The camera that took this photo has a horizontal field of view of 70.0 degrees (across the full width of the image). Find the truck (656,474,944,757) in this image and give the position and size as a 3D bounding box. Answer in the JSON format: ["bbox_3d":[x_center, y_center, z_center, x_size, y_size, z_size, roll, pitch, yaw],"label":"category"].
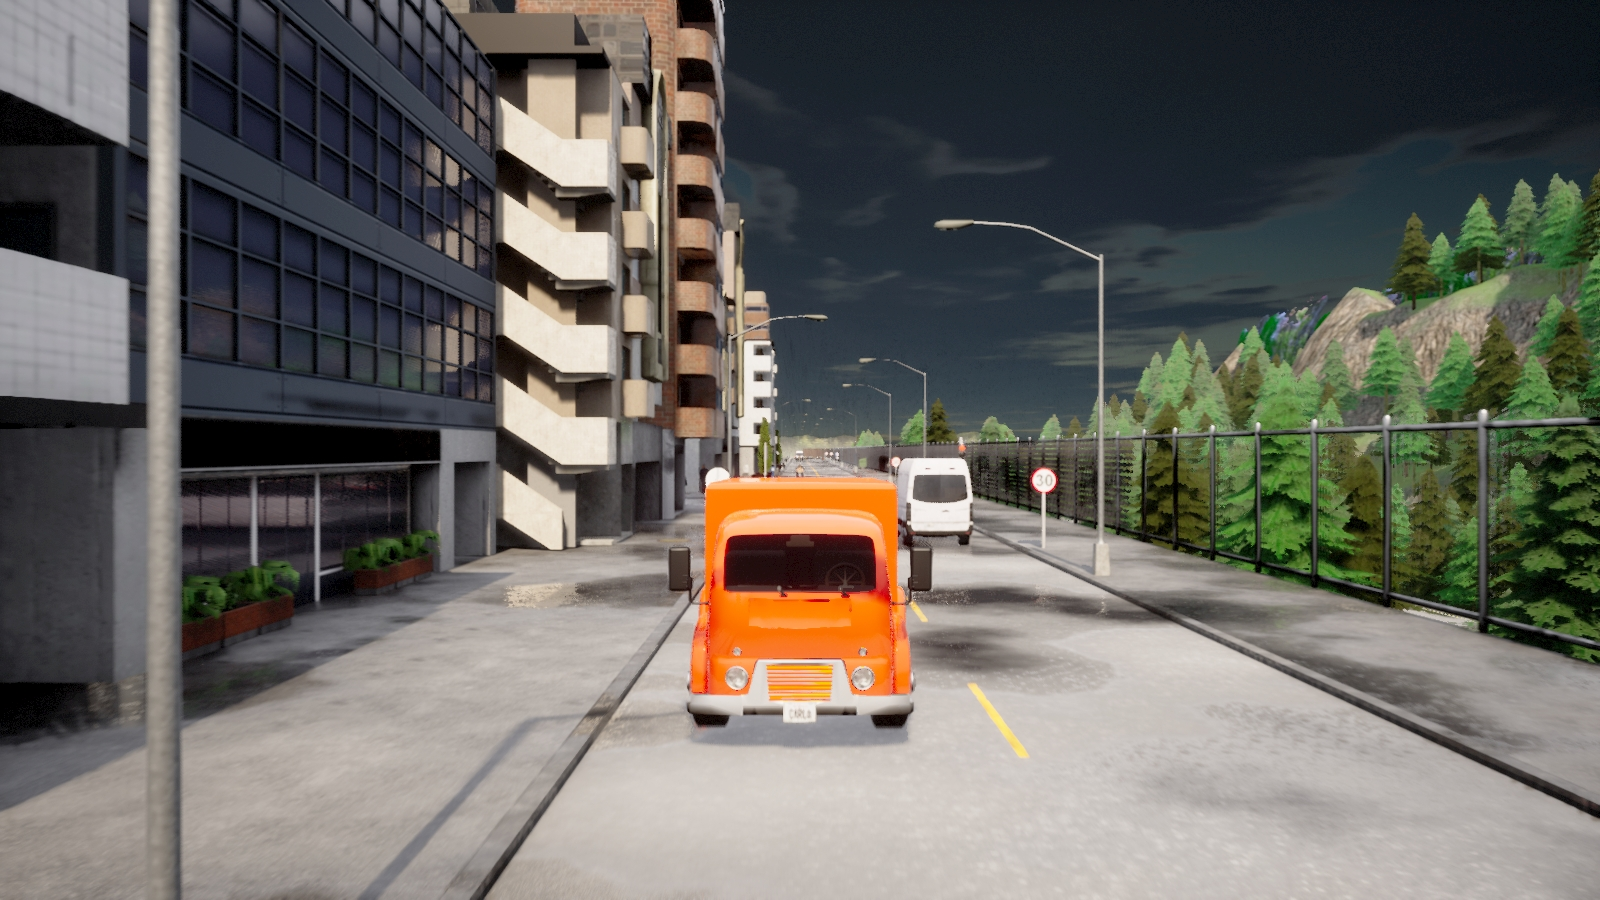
[{"bbox_3d":[0.016,1.568,13.026,2.627,2.467,5.204,0,0,0],"label":"truck"}]

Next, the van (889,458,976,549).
[{"bbox_3d":[4.002,1.534,35.464,1.988,2.561,5.915,0,0,0],"label":"van"}]

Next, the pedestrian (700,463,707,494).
[{"bbox_3d":[-5.825,1.746,69.020,0.375,1.860,0.375,0,0,10],"label":"pedestrian"}]
